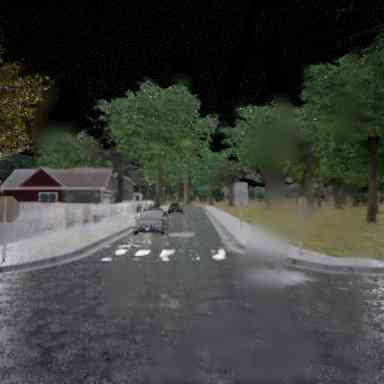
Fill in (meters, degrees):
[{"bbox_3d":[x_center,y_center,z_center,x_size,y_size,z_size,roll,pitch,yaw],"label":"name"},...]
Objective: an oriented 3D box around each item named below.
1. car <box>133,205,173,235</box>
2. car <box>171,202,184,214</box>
[{"bbox_3d":[-2.495,1.856,21.147,1.837,1.490,4.892,0,0,1],"label":"car"},{"bbox_3d":[-2.206,2.197,46.936,1.882,1.535,5.008,0,-1,1],"label":"car"}]
